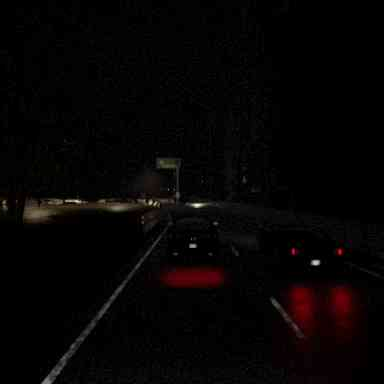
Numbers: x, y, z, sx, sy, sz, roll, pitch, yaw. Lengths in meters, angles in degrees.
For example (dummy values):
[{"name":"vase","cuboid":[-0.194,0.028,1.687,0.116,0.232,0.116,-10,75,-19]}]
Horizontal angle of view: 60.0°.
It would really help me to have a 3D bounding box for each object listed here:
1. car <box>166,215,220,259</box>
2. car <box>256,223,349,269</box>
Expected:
[{"name":"car","cuboid":[0.056,1.650,13.482,1.882,1.535,5.008,0,0,1]},{"name":"car","cuboid":[3.538,1.751,11.679,1.895,1.301,4.718,0,-1,1]}]
